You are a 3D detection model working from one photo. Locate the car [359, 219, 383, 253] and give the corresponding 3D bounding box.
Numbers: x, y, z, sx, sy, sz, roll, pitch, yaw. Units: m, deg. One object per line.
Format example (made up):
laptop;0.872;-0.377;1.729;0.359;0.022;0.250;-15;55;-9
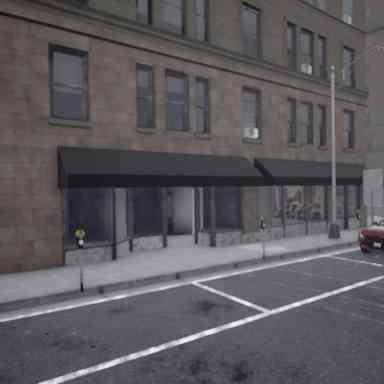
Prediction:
car;7.822;1.447;12.043;4.507;1.381;1.887;-1;0;-35
